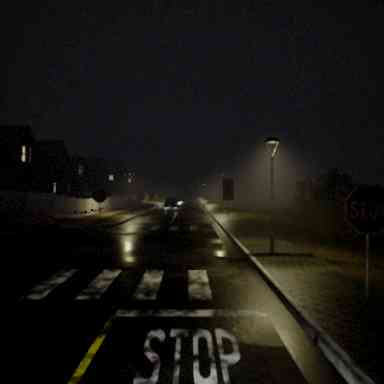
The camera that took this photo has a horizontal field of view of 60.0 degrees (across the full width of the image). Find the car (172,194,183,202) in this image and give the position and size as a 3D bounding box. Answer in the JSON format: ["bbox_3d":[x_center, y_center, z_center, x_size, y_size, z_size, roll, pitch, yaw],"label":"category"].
[{"bbox_3d":[-3.053,1.289,71.281,2.128,1.511,4.902,0,0,0],"label":"car"}]

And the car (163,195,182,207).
[{"bbox_3d":[-2.952,1.396,47.156,2.033,1.411,5.357,0,0,0],"label":"car"}]
